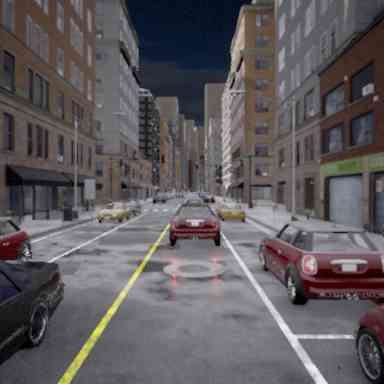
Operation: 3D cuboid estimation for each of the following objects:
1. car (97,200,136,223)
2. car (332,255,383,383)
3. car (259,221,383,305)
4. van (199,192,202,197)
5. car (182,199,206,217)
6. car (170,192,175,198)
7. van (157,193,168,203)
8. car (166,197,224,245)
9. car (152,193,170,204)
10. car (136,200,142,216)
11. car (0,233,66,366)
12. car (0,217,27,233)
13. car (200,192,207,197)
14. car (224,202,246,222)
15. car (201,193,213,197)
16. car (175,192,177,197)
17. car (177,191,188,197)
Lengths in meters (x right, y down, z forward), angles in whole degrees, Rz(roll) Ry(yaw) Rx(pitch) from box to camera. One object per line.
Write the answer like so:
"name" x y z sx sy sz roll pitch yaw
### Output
"car" -5.620 1.397 24.427 1.752 1.417 4.829 0 0 0
"car" 2.861 1.568 2.476 1.802 1.307 4.206 0 0 0
"car" 2.872 1.396 8.001 1.967 1.590 4.097 0 0 0
"van" 3.006 0.981 73.381 1.690 1.788 3.998 0 0 0
"car" 0.162 1.407 29.947 1.994 1.385 4.181 0 0 0
"car" -5.519 1.080 73.399 1.967 1.590 4.097 0 0 0
"van" -5.542 1.032 62.396 1.690 1.788 3.998 0 0 0
"car" 0.131 1.270 15.299 2.097 1.767 4.553 0 0 0
"car" -5.554 1.031 56.895 2.192 1.841 5.009 0 0 0
"car" -5.608 1.394 30.122 2.008 1.369 4.403 0 0 0
"car" -3.093 1.528 3.463 2.033 1.411 5.357 0 0 0
"car" -5.654 1.396 8.019 1.967 1.590 4.097 0 0 0
"car" 2.984 1.256 62.379 1.947 1.339 4.313 0 0 0
"car" 2.906 1.395 24.749 1.752 1.417 4.829 0 0 0
"car" 2.973 1.261 56.877 1.887 1.381 4.507 0 0 0
"car" -5.496 1.029 84.402 1.967 1.590 4.097 0 0 0
"car" -2.822 1.146 86.887 1.895 1.301 4.718 0 0 0
